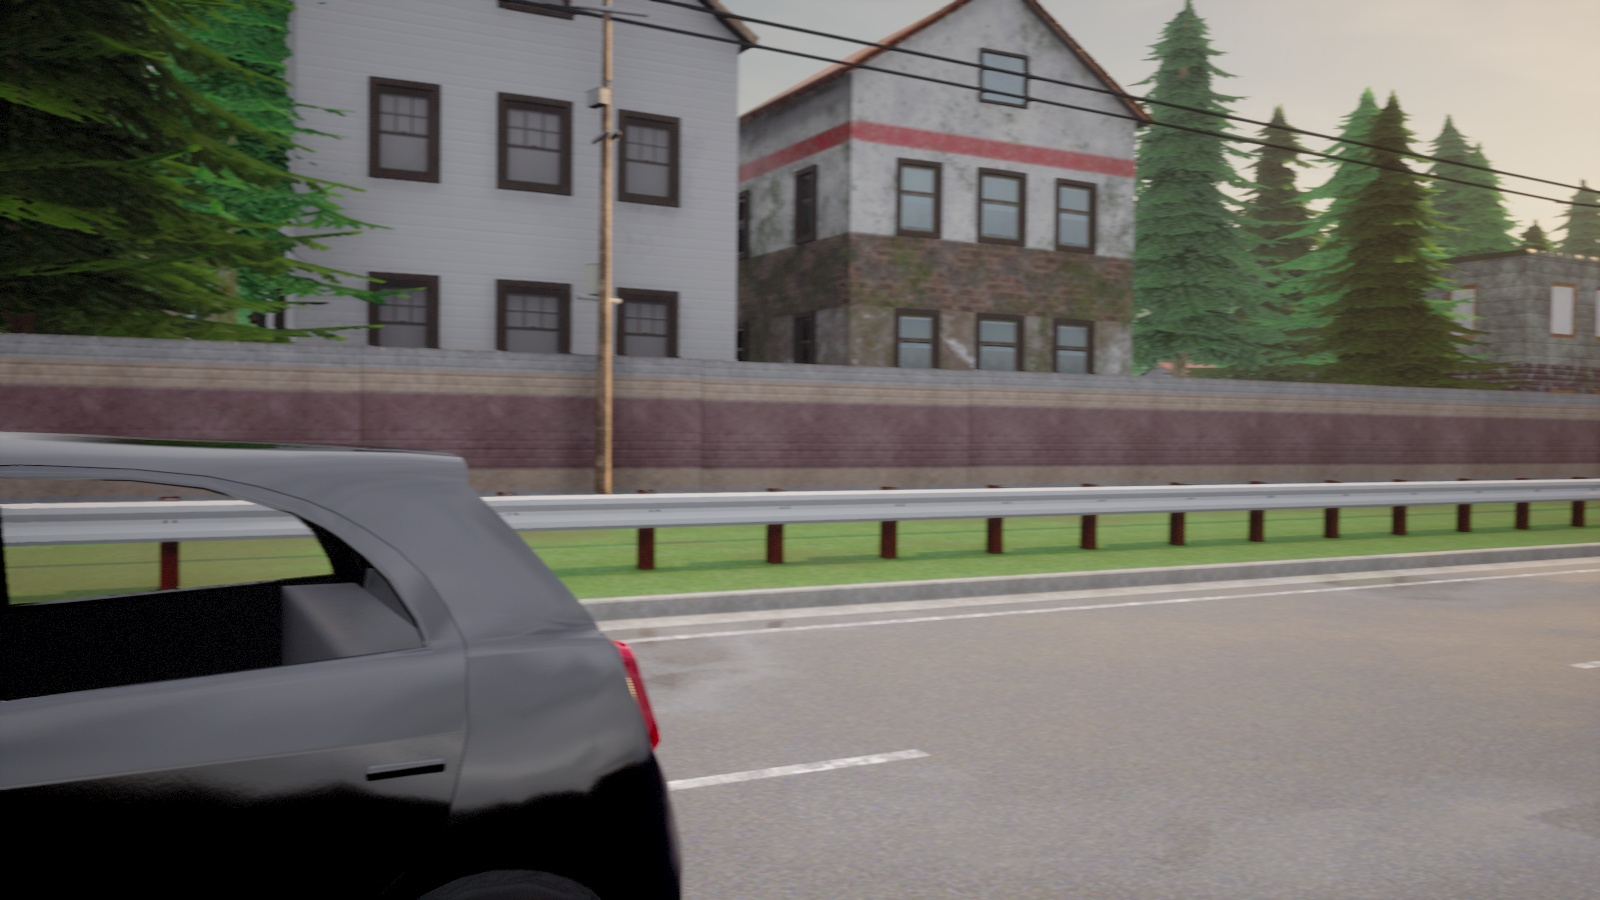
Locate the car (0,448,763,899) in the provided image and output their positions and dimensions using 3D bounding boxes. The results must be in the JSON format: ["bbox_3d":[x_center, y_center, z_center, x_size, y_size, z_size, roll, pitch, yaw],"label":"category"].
[{"bbox_3d":[-2.114,0.785,2.544,3.633,1.501,1.845,-1,1,-28],"label":"car"}]
